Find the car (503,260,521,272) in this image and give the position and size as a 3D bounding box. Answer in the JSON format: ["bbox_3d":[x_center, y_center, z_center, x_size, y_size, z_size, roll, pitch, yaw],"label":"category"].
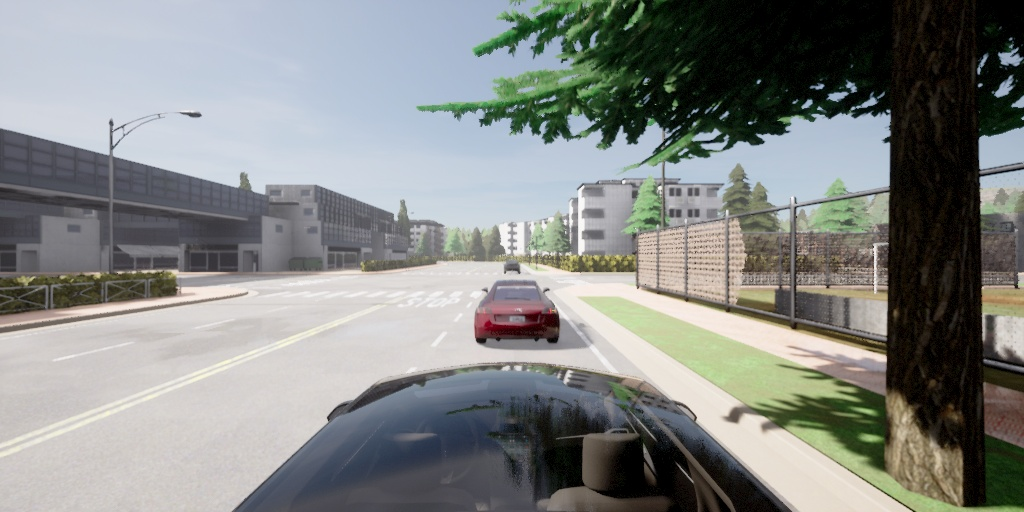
[{"bbox_3d":[0.009,1.259,41.914,1.837,1.490,4.892,0,0,0],"label":"car"}]

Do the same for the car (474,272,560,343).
[{"bbox_3d":[0.105,1.315,9.661,1.994,1.385,4.181,0,0,0],"label":"car"}]
